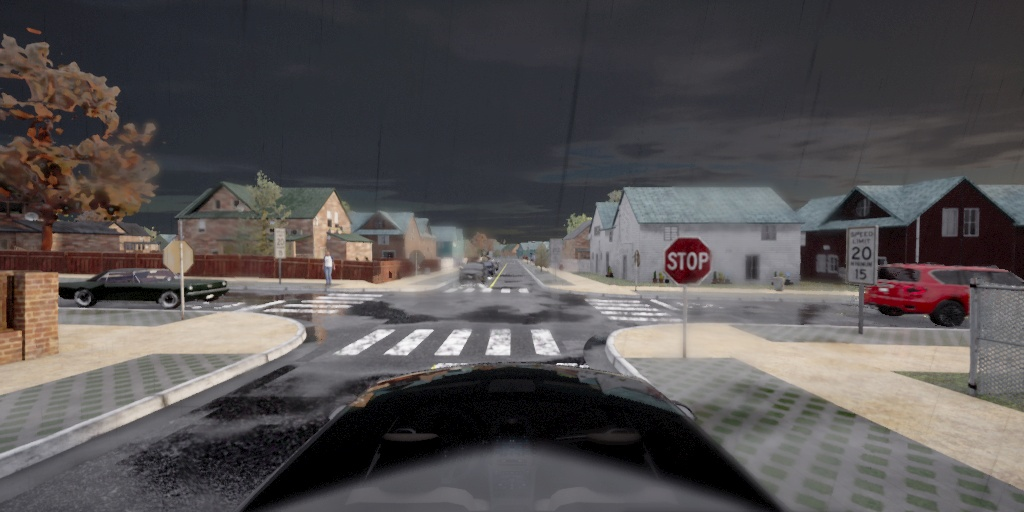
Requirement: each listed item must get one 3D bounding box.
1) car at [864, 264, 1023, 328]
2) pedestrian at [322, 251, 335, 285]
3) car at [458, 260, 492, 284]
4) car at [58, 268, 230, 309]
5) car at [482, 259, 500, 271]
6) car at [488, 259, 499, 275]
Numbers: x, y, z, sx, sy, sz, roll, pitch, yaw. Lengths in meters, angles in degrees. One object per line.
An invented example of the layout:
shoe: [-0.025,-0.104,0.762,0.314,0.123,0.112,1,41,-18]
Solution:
car: [16.060,1.364,12.755,5.566,2.045,2.150,1,1,4]
pedestrian: [-9.654,0.606,18.880,0.375,1.860,0.375,0,0,1]
car: [-2.823,1.240,26.933,1.837,1.490,4.892,0,0,1]
car: [-13.264,1.130,13.126,4.718,1.301,1.895,1,1,0]
car: [-2.762,1.203,48.091,2.128,1.511,4.902,0,0,0]
car: [-2.777,1.271,37.977,2.033,1.411,5.357,0,0,0]
